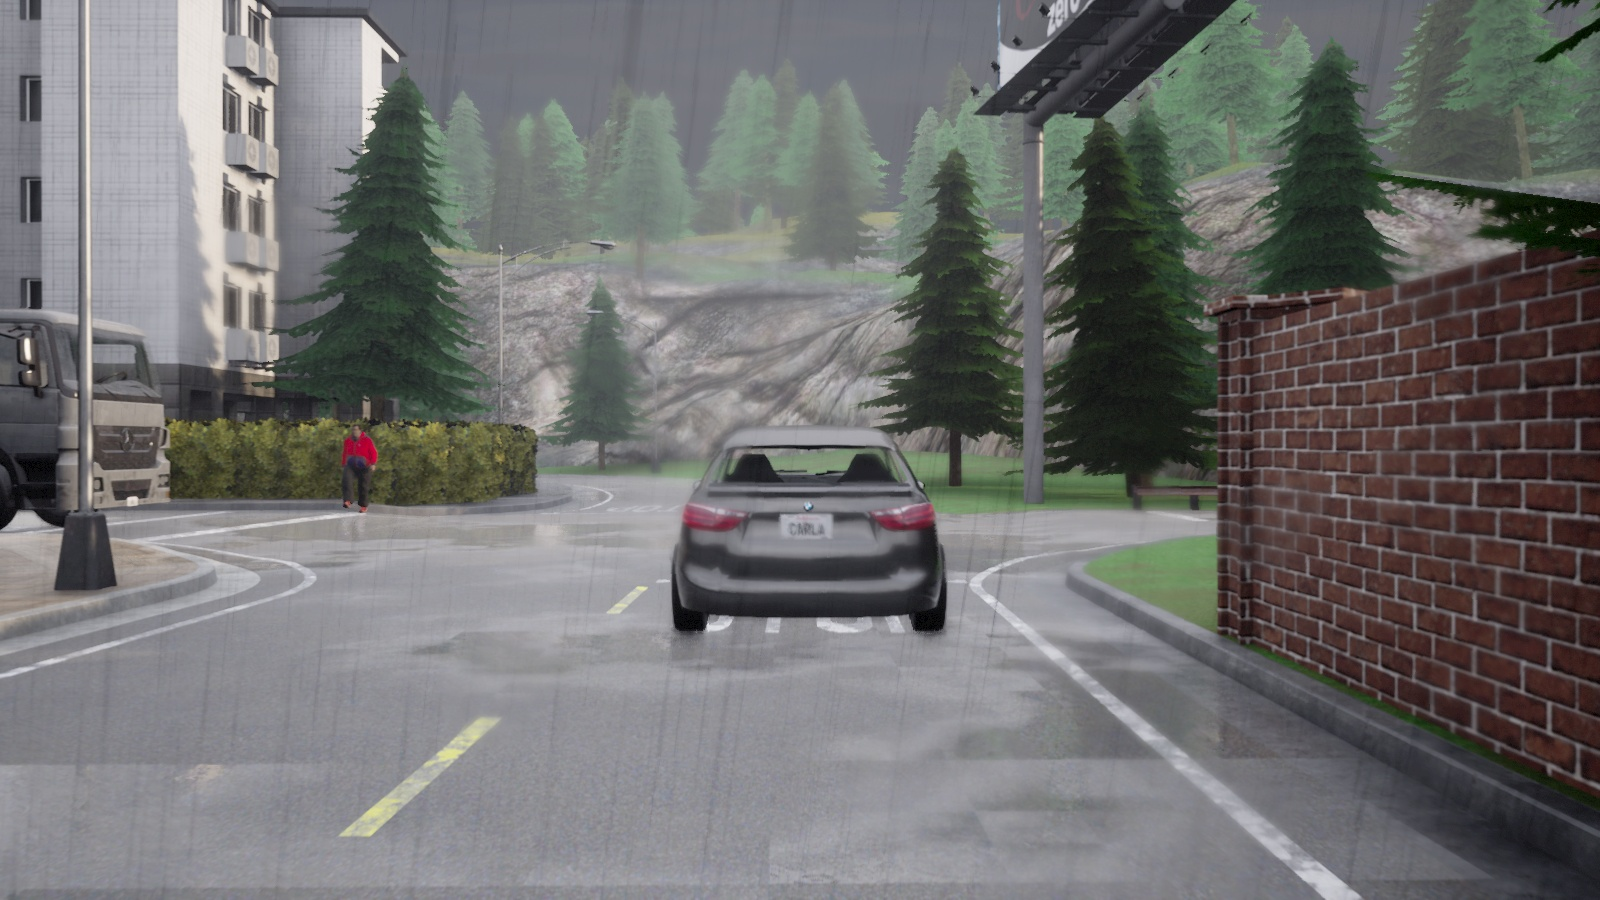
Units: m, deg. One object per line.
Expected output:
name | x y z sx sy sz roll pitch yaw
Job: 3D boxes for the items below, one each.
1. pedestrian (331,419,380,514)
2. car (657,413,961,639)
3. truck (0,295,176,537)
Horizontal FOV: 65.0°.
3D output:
pedestrian | -8.780 0.310 24.829 0.634 1.844 0.899 0 0 1
car | 0.081 0.550 11.575 2.242 1.667 4.611 0 0 0
truck | -14.321 -0.493 19.385 7.936 3.462 2.891 0 0 -1
